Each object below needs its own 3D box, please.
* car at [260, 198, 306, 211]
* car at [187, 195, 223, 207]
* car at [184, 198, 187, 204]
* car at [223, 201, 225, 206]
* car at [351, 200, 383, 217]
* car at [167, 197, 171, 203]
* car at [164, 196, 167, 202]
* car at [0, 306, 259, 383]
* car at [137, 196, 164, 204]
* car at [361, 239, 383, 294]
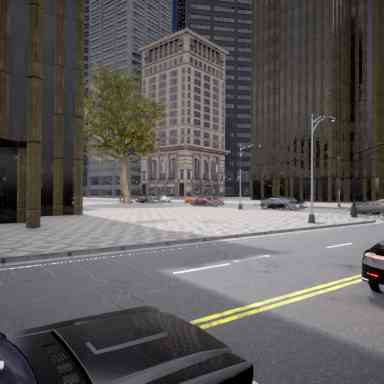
[{"bbox_3d":[10.161,1.444,38.605,2.128,1.511,4.902,1,-1,-39],"label":"car"},{"bbox_3d":[1.833,1.476,48.625,1.812,1.442,4.674,1,0,-41],"label":"car"},{"bbox_3d":[0.548,1.397,64.926,2.097,1.767,4.553,1,-1,-43],"label":"car"},{"bbox_3d":[3.063,1.508,52.157,1.812,1.442,4.674,1,0,-41],"label":"car"},{"bbox_3d":[16.714,1.515,30.178,1.994,1.385,4.181,1,-1,-37],"label":"car"},{"bbox_3d":[-6.412,1.568,72.112,1.812,1.442,4.674,1,-1,-45],"label":"car"},{"bbox_3d":[-7.708,1.489,64.127,2.128,1.511,4.902,1,-1,-44],"label":"car"},{"bbox_3d":[-1.733,1.601,2.205,4.718,1.301,1.895,0,0,-36],"label":"car"},{"bbox_3d":[-7.868,1.440,59.503,2.128,1.511,4.902,1,-1,-43],"label":"car"},{"bbox_3d":[5.787,1.492,7.567,4.902,1.511,2.128,0,0,-35],"label":"car"}]
